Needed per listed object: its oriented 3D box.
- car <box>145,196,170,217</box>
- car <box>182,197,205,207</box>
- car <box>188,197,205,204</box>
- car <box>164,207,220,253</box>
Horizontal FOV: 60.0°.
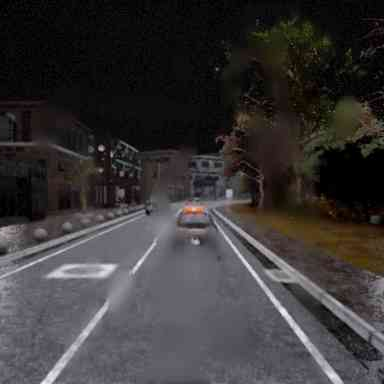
[{"bbox_3d":[-3.481,1.450,34.922,2.150,2.045,5.566,0,0,0],"label":"car"},{"bbox_3d":[0.182,1.562,31.058,2.097,1.767,4.553,0,0,0],"label":"car"},{"bbox_3d":[1.055,1.881,75.251,2.128,1.511,4.902,-1,0,26],"label":"car"},{"bbox_3d":[0.133,1.613,14.367,2.128,1.511,4.902,0,0,0],"label":"car"}]
